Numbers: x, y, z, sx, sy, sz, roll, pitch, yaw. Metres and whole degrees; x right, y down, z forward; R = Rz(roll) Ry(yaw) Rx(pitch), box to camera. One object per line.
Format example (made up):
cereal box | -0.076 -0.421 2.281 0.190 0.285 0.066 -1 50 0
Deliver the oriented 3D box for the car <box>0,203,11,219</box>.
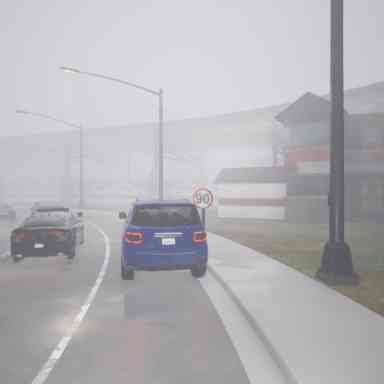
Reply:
car | -15.364 1.564 26.364 1.994 1.385 4.181 0 0 -36

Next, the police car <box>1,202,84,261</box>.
police car | -5.237 1.425 12.624 1.930 1.638 5.238 0 0 -13

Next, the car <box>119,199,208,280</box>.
car | -1.031 1.220 10.224 2.150 2.045 5.566 0 0 -11

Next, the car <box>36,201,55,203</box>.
car | -12.432 1.477 28.243 1.882 1.535 5.008 0 0 -35
